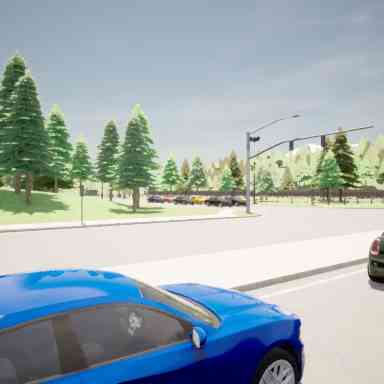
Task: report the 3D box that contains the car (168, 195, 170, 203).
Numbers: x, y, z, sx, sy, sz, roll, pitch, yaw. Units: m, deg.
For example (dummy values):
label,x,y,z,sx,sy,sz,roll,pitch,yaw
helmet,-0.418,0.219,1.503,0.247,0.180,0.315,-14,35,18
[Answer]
label,x,y,z,sx,sy,sz,roll,pitch,yaw
car,-4.636,1.352,68.443,2.097,1.767,4.553,0,0,-35

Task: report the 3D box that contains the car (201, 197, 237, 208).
label,x,y,z,sx,sy,sz,roll,pitch,yaw
car,3.962,1.478,49.893,1.882,1.535,5.008,0,0,-35

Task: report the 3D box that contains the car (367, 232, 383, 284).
label,x,y,z,sx,sy,sz,roll,pitch,yaw
car,6.463,1.352,8.386,4.553,1.767,2.097,0,0,-35

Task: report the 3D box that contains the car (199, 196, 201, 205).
label,x,y,z,sx,sy,sz,roll,pitch,yaw
car,1.107,1.478,60.113,1.882,1.535,5.008,0,0,-35

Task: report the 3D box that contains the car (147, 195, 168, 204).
label,x,y,z,sx,sy,sz,roll,pitch,yaw
car,-7.242,1.505,66.020,1.837,1.490,4.892,0,0,-35

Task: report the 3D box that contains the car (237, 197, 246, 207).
label,x,y,z,sx,sy,sz,roll,pitch,yaw
car,6.581,1.478,52.258,1.882,1.535,5.008,0,0,-35

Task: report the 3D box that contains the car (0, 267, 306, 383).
label,x,y,z,sx,sy,sz,roll,pitch,yaw
car,-1.032,1.478,3.012,5.008,1.535,1.882,0,0,-35

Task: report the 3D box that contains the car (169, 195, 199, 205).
label,x,y,z,sx,sy,sz,roll,pitch,yaw
car,-1.416,1.505,57.599,1.837,1.490,4.892,0,0,-35
